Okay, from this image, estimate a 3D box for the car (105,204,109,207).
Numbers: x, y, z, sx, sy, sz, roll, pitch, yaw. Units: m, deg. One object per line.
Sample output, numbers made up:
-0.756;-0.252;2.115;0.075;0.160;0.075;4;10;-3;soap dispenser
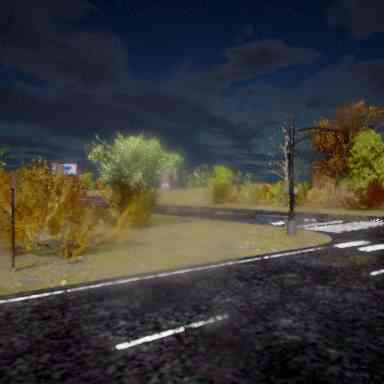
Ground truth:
-14.345;1.322;50.254;2.097;1.767;4.553;-1;0;-38;car
